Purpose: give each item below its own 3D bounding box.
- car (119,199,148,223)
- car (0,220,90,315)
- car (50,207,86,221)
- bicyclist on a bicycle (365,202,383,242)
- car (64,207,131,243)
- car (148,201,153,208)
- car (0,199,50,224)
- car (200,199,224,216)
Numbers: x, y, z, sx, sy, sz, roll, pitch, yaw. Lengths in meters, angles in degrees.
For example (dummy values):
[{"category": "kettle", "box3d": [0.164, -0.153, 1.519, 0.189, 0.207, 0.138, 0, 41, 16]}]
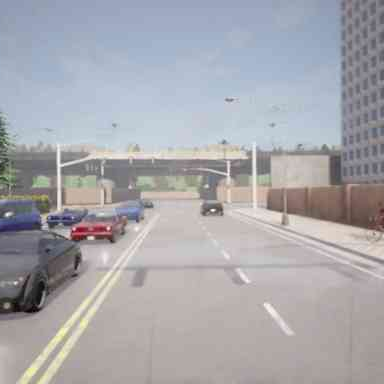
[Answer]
[{"category": "car", "box3d": [-4.875, 1.526, 26.242, 1.882, 1.535, 5.008, -1, 0, -2]}, {"category": "car", "box3d": [-3.939, 1.605, 7.547, 1.994, 1.385, 4.181, -1, 0, -3]}, {"category": "car", "box3d": [-8.217, 1.686, 22.765, 1.895, 1.301, 4.718, -1, 0, -3]}, {"category": "bicyclist on a bicycle", "box3d": [7.751, 1.215, 13.344, 1.656, 1.620, 0.582, -1, 0, -3]}, {"category": "car", "box3d": [-4.393, 1.646, 16.294, 1.895, 1.301, 4.718, -1, 0, -3]}, {"category": "car", "box3d": [-7.345, 1.611, 46.432, 4.181, 1.385, 1.994, -1, 0, 42]}, {"category": "car", "box3d": [-7.719, 1.303, 12.766, 2.150, 2.045, 5.566, -1, 0, -3]}, {"category": "car", "box3d": [1.869, 1.453, 32.262, 1.882, 1.535, 5.008, -1, 0, -3]}]
